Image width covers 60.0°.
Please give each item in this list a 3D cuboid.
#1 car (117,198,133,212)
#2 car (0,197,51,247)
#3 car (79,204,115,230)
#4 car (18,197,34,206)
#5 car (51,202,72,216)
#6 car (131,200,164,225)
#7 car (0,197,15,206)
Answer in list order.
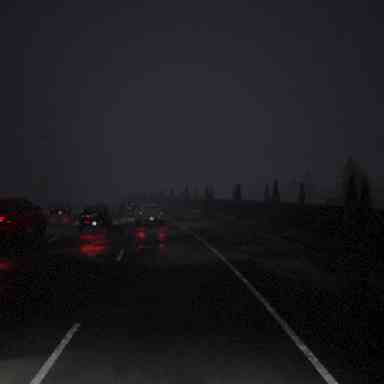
[{"bbox_3d":[-7.731,1.539,39.470,1.837,1.490,4.892,0,0,-18],"label":"car"},{"bbox_3d":[-8.347,1.248,15.055,2.150,2.045,5.566,0,0,-9],"label":"car"},{"bbox_3d":[-6.036,1.528,21.212,1.837,1.490,4.892,0,0,-12],"label":"car"},{"bbox_3d":[-28.980,1.619,58.192,1.812,1.442,4.674,0,0,-18],"label":"car"},{"bbox_3d":[-13.020,1.646,33.266,1.895,1.301,4.718,0,0,-18],"label":"car"},{"bbox_3d":[-3.207,1.542,24.434,1.812,1.442,4.674,0,0,-13],"label":"car"},{"bbox_3d":[-32.871,1.605,58.801,1.837,1.490,4.892,0,0,-19],"label":"car"}]
